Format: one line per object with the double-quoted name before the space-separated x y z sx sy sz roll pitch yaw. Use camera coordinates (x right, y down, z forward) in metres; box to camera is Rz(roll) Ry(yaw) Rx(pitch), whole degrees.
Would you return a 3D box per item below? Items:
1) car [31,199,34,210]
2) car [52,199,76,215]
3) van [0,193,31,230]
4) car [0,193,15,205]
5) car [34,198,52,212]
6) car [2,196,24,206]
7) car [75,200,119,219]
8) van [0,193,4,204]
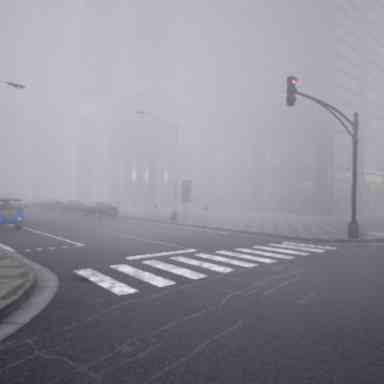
"car" -19.005 1.358 40.580 1.752 1.417 4.829 2 -1 -42
"car" -11.520 1.458 32.221 1.887 1.381 4.507 2 -1 -42
"van" -10.529 1.130 18.298 1.690 1.788 3.998 2 -1 -42
"car" -29.946 1.029 52.803 2.192 1.841 5.009 2 -1 -42
"car" -15.206 1.418 36.337 1.887 1.381 4.507 2 -1 -42
"car" -26.264 1.299 48.685 1.887 1.381 4.507 2 -1 -42
"car" -7.834 1.499 28.105 1.887 1.381 4.507 2 -1 -42
"van" -33.632 1.016 56.919 1.690 1.788 3.998 2 -1 -42
